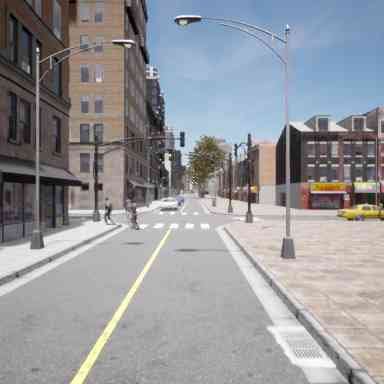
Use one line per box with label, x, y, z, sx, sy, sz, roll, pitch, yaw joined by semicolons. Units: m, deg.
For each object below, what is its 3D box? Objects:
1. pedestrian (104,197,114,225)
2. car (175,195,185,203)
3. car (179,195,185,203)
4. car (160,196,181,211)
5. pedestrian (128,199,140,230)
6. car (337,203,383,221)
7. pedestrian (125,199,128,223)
pedestrian;-5.201;1.130;20.598;0.375;1.860;0.375;0;0;0
car;-2.504;1.445;68.336;1.812;1.442;4.674;0;0;0
car;-2.650;1.486;52.614;2.033;1.411;5.357;0;0;0
car;-2.697;1.483;40.646;1.812;1.442;4.674;0;0;0
pedestrian;-3.334;1.284;19.356;0.375;1.860;0.375;0;0;0
car;13.987;1.581;26.098;4.829;1.417;1.752;0;-1;0
pedestrian;-3.773;1.284;19.993;0.375;1.860;0.375;0;0;0
